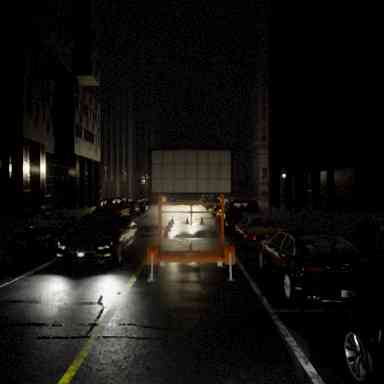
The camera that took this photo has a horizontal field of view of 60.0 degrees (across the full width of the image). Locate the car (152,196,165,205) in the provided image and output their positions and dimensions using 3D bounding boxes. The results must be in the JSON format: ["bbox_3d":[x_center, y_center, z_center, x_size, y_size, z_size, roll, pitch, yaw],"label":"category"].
[{"bbox_3d":[-5.882,1.517,58.240,1.752,1.417,4.829,0,0,0],"label":"car"}]

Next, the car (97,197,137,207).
[{"bbox_3d":[-5.816,1.310,24.797,2.192,1.841,5.009,0,0,0],"label":"car"}]

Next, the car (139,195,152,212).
[{"bbox_3d":[-5.838,1.434,36.001,1.967,1.590,4.097,0,0,0],"label":"car"}]

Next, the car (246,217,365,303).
[{"bbox_3d":[2.744,1.549,8.013,2.008,1.369,4.403,0,0,0],"label":"car"}]

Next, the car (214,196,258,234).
[{"bbox_3d":[2.720,1.311,19.216,2.192,1.841,5.009,0,0,0],"label":"car"}]

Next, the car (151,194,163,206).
[{"bbox_3d":[-5.872,1.307,52.808,2.192,1.841,5.009,0,0,0],"label":"car"}]

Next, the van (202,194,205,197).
[{"bbox_3d":[2.664,1.333,47.225,1.690,1.788,3.998,0,0,0],"label":"van"}]

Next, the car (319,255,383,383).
[{"bbox_3d":[2.755,1.565,2.411,1.947,1.339,4.313,0,0,0],"label":"car"}]

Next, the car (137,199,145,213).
[{"bbox_3d":[-5.826,1.560,30.399,1.947,1.339,4.313,0,0,0],"label":"car"}]

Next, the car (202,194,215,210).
[{"bbox_3d":[2.676,1.433,41.623,1.967,1.590,4.097,0,0,0],"label":"car"}]

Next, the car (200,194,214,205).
[{"bbox_3d":[2.642,1.306,58.429,2.192,1.841,5.009,0,0,0],"label":"car"}]

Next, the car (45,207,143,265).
[{"bbox_3d":[-3.124,1.502,11.745,1.837,1.490,4.892,0,0,0],"label":"car"}]

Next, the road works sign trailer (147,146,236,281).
[{"bbox_3d":[-0.020,0.462,9.807,2.380,3.560,2.880,0,0,0],"label":"road works sign trailer"}]

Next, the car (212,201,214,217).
[{"bbox_3d":[2.710,1.577,24.818,1.802,1.307,4.206,0,0,0],"label":"car"}]

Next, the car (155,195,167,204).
[{"bbox_3d":[-5.894,1.431,64.012,1.967,1.590,4.097,0,0,0],"label":"car"}]

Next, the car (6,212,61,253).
[{"bbox_3d":[-5.793,1.548,13.593,2.008,1.369,4.403,0,0,0],"label":"car"}]

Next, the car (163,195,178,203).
[{"bbox_3d":[-3.105,1.131,52.431,1.812,1.442,4.674,0,0,0],"label":"car"}]

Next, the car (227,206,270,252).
[{"bbox_3d":[2.732,1.522,13.784,1.752,1.417,4.829,0,0,0],"label":"car"}]

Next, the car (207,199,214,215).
[{"bbox_3d":[2.699,1.560,30.420,1.947,1.339,4.313,0,0,0],"label":"car"}]
